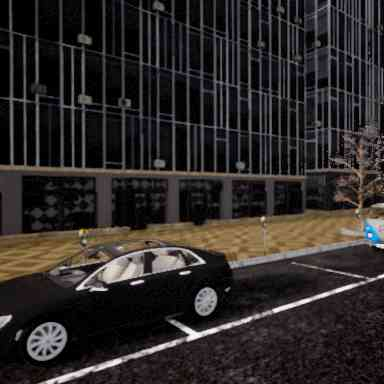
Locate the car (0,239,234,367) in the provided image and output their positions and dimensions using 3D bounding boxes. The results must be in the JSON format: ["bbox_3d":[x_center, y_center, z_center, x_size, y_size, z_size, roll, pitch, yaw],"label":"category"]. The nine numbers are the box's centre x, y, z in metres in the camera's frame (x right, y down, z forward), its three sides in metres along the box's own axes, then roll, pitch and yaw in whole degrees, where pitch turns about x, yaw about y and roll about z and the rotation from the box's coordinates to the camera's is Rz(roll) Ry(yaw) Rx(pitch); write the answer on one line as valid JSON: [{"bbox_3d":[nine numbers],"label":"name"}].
[{"bbox_3d":[-1.238,1.541,5.678,4.403,1.369,2.008,0,0,-36],"label":"car"}]

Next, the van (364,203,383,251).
[{"bbox_3d":[8.012,1.261,12.313,3.998,1.788,1.690,0,0,-36],"label":"van"}]
